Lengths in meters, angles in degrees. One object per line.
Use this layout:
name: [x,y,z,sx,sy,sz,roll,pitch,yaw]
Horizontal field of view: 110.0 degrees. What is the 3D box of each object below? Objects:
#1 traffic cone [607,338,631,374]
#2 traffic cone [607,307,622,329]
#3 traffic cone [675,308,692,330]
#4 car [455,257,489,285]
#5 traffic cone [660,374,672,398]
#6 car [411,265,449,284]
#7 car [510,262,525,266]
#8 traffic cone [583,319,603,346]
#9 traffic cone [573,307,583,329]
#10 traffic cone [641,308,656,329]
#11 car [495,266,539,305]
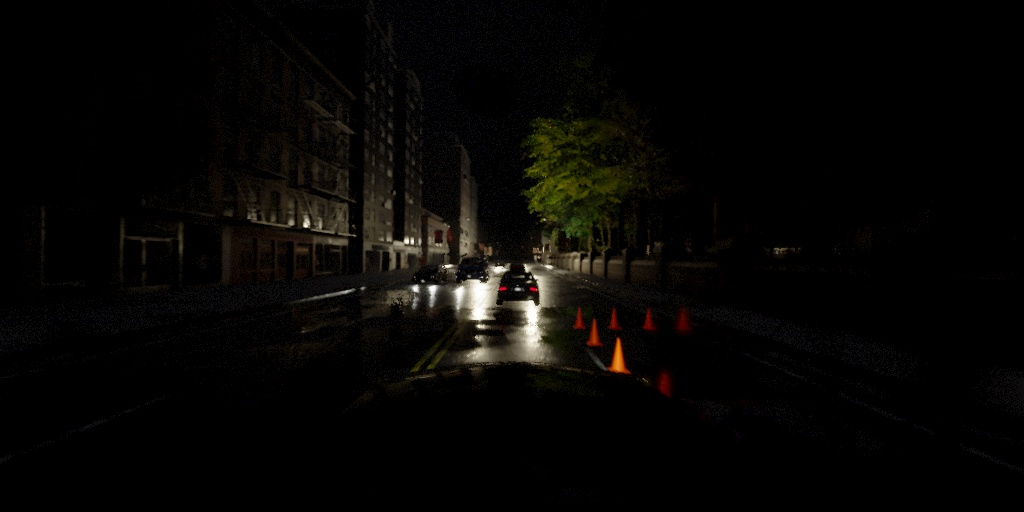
traffic cone: [1.895,1.751,6.379,0.340,0.580,0.340,0,0,1]
traffic cone: [2.950,1.784,10.365,0.340,0.580,0.340,0,0,1]
traffic cone: [4.950,1.803,10.338,0.340,0.580,0.340,0,0,1]
car: [-3.012,1.103,28.308,2.150,2.045,5.566,1,0,1]
traffic cone: [1.867,1.739,4.380,0.340,0.580,0.340,0,0,1]
car: [-6.268,1.397,28.056,2.033,1.411,5.357,1,0,1]
car: [0.679,1.508,45.992,1.882,1.535,5.008,1,0,1]
traffic cone: [1.923,1.763,8.379,0.340,0.580,0.340,0,0,1]
traffic cone: [1.950,1.775,10.379,0.340,0.580,0.340,0,0,1]
traffic cone: [3.950,1.794,10.352,0.340,0.580,0.340,0,0,1]
car: [0.276,1.390,16.713,2.033,1.411,5.357,1,0,1]
